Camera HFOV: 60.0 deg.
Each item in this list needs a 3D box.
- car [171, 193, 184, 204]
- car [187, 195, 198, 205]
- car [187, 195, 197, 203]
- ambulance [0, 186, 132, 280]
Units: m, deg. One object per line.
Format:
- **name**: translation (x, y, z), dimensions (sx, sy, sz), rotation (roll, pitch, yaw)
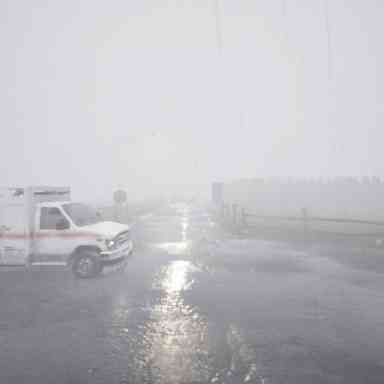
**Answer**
- **car**: translation (-2.740, 1.156, 62.195), dimensions (2.150, 2.045, 5.566), rotation (0, 0, 0)
- **car**: translation (0.009, 1.543, 58.085), dimensions (1.895, 1.301, 4.718), rotation (0, 0, 0)
- **car**: translation (0.011, 1.430, 68.060), dimensions (1.837, 1.490, 4.892), rotation (0, 0, 0)
- **ambulance**: translation (-4.997, 1.044, 9.596), dimensions (6.366, 2.431, 2.351), rotation (-1, 1, 6)
